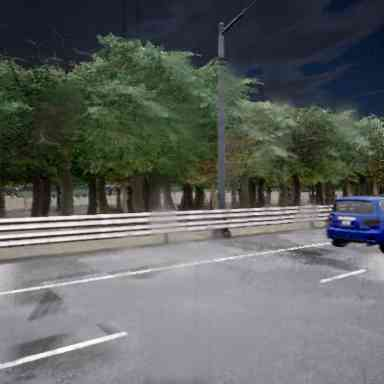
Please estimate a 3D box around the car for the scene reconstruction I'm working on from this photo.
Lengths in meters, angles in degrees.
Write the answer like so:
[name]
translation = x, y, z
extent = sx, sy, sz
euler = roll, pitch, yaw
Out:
[car]
translation = 7.765, 1.198, 13.493
extent = 5.566, 2.045, 2.150
euler = 0, 0, -35
